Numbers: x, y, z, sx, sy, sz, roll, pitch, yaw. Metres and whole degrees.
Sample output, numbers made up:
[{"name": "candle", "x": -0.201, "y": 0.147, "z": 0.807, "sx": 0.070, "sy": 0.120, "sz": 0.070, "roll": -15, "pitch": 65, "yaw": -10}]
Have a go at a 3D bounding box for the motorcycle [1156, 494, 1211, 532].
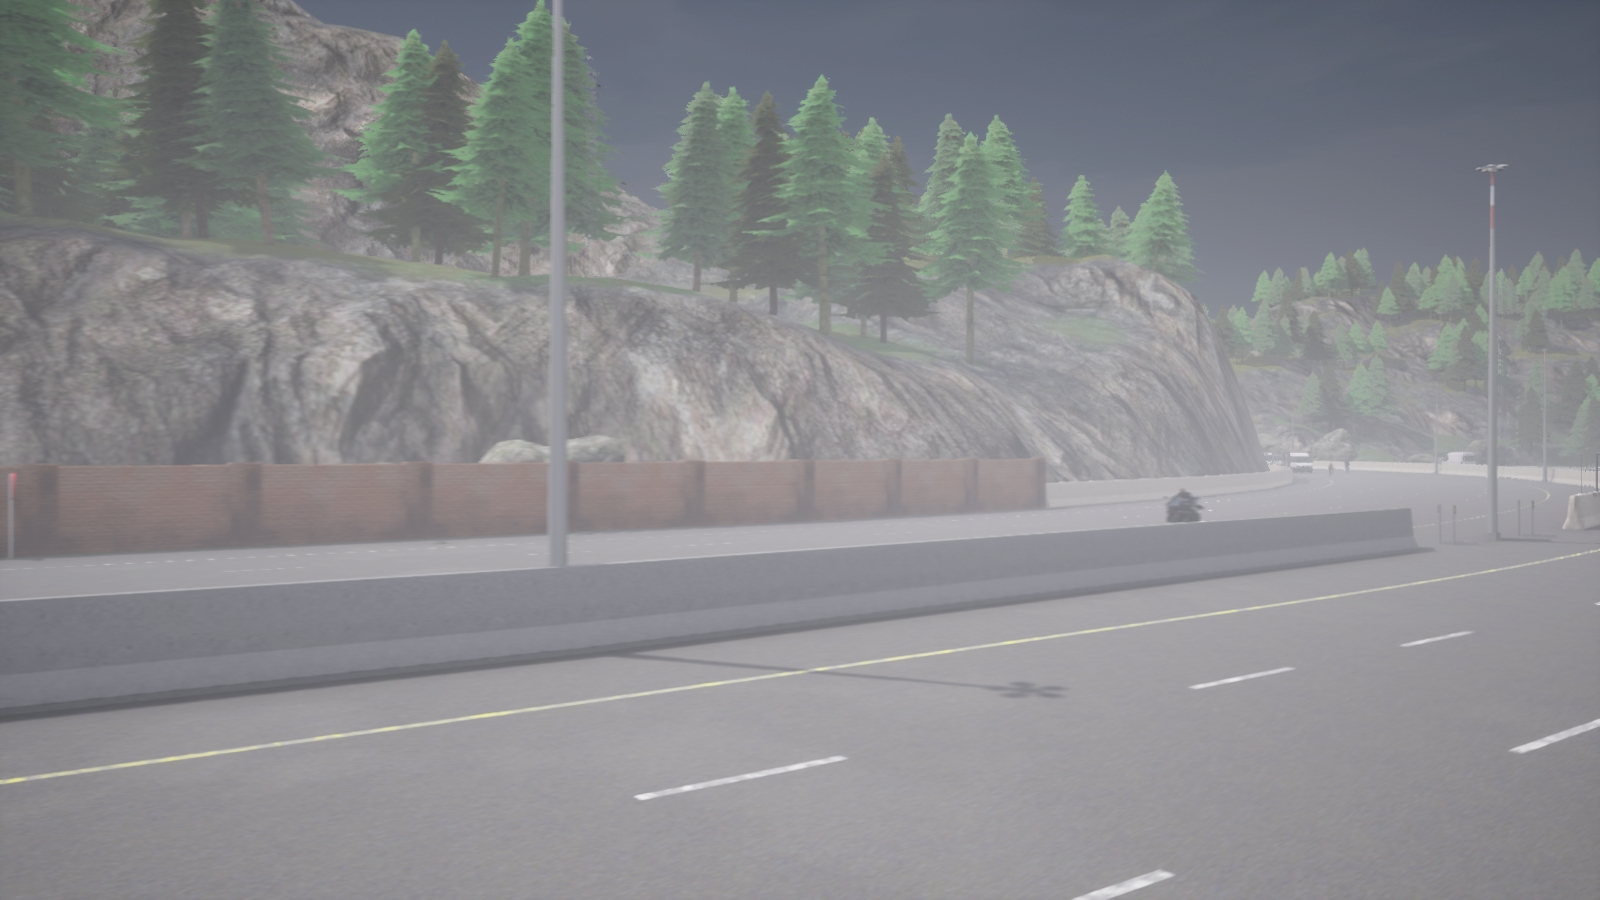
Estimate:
[{"name": "motorcycle", "x": 13.617, "y": 2.218, "z": 40.513, "sx": 2.209, "sy": 1.251, "sz": 0.867, "roll": 0, "pitch": -1, "yaw": -42}]
